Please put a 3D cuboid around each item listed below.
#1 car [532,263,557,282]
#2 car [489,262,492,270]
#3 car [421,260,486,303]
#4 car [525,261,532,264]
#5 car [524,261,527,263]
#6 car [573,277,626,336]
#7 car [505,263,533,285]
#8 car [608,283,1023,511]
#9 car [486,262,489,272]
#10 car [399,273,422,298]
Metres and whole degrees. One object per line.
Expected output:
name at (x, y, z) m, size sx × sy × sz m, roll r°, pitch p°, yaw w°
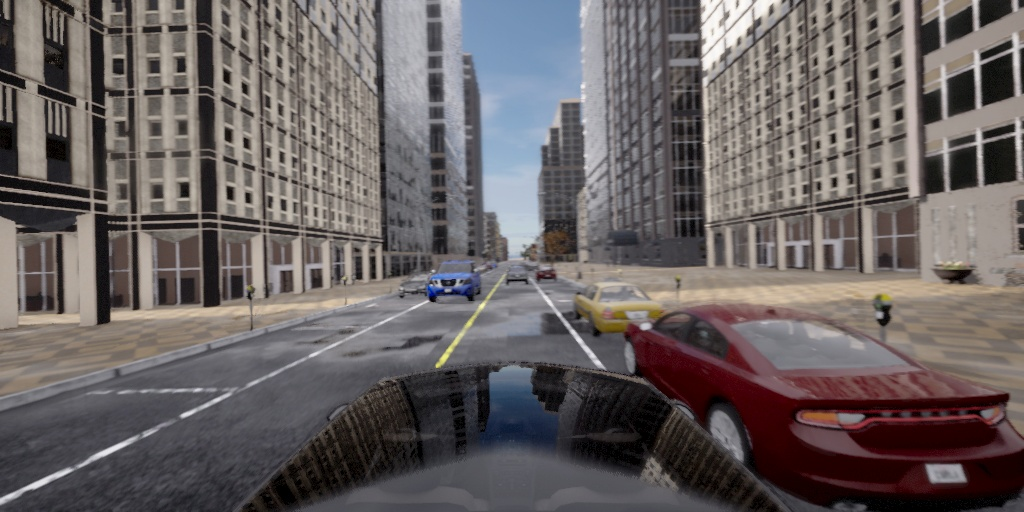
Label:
car at (3.090, 1.556, 32.684) m, size 1.888 × 1.381 × 4.507 m, roll 0°, pitch 0°, yaw 1°
car at (-4.969, 2.121, 60.966) m, size 1.802 × 1.307 × 4.207 m, roll 0°, pitch 0°, yaw 1°
car at (-2.870, 1.243, 19.058) m, size 2.150 × 2.045 × 5.566 m, roll -2°, pitch -1°, yaw 1°
car at (3.345, 1.801, 55.252) m, size 2.007 × 1.370 × 4.403 m, roll 0°, pitch 0°, yaw 1°
car at (0.564, 1.718, 43.017) m, size 1.812 × 1.442 × 4.674 m, roll -2°, pitch 0°, yaw 1°
car at (2.836, 1.292, 10.285) m, size 1.751 × 1.417 × 4.829 m, roll 0°, pitch 0°, yaw 1°
car at (0.442, 1.600, 29.926) m, size 2.033 × 1.411 × 5.357 m, roll -2°, pitch -1°, yaw 1°
car at (2.770, 1.251, 4.473) m, size 1.888 × 1.381 × 4.507 m, roll 0°, pitch 0°, yaw 1°
car at (-5.034, 2.005, 55.156) m, size 1.751 × 1.417 × 4.829 m, roll 0°, pitch 0°, yaw 1°
car at (-5.415, 1.669, 21.481) m, size 2.007 × 1.370 × 4.403 m, roll 0°, pitch 0°, yaw 1°
